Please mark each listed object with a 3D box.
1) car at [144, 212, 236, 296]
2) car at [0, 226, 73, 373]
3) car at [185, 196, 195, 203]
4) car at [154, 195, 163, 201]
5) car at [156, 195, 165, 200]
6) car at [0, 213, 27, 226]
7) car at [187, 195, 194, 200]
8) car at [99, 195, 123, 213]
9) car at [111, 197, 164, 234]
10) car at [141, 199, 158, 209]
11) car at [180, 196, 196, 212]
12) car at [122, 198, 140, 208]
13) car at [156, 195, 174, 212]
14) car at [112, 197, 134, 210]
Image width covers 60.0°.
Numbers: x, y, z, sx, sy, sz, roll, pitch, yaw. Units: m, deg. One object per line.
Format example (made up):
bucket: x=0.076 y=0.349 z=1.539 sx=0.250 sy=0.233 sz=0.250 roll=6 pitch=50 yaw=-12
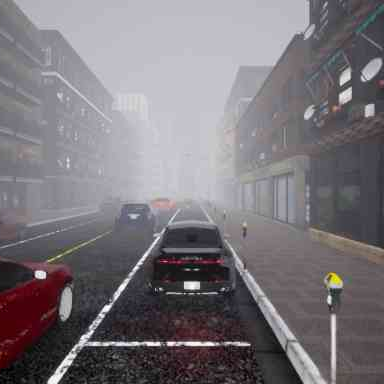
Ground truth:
car: x=0.001 y=1.504 z=8.649 sx=1.837 sy=1.490 sz=4.892 roll=0 pitch=0 yaw=0
car: x=-3.044 y=1.478 z=3.989 sx=1.882 sy=1.535 sz=5.008 roll=0 pitch=0 yaw=0
car: x=-0.453 y=1.545 z=70.970 sx=2.008 sy=1.369 sz=4.403 roll=0 pitch=0 yaw=0
car: x=-8.834 y=1.541 z=87.882 sx=2.008 sy=1.369 sz=4.403 roll=0 pitch=0 yaw=0
car: x=-8.834 y=1.539 z=93.519 sx=2.008 sy=1.369 sz=4.403 roll=0 pitch=0 yaw=0
car: x=-8.835 y=1.583 z=14.612 sx=1.802 sy=1.307 sz=4.206 roll=0 pitch=0 yaw=0
car: x=-0.452 y=1.513 z=93.685 sx=1.752 sy=1.417 sz=4.829 roll=0 pitch=0 yaw=0
car: x=-8.833 y=1.314 z=37.157 sx=2.192 sy=1.841 sz=5.009 roll=0 pitch=0 yaw=0
car: x=-3.045 y=1.352 z=19.536 sx=2.097 sy=1.767 sz=4.553 roll=0 pitch=0 yaw=0
car: x=-6.146 y=1.654 z=48.584 sx=1.895 sy=1.301 sz=4.718 roll=0 pitch=0 yaw=0
car: x=-0.454 y=1.525 z=37.323 sx=1.752 sy=1.417 sz=4.829 roll=0 pitch=0 yaw=0
car: x=-8.834 y=1.543 z=48.430 sx=1.887 sy=1.381 sz=4.507 roll=0 pitch=0 yaw=0
car: x=-3.145 y=1.351 z=37.184 sx=2.097 sy=1.767 sz=4.553 roll=0 pitch=0 yaw=0
car: x=-8.834 y=1.439 z=42.793 sx=1.967 sy=1.590 sz=4.097 roll=0 pitch=0 yaw=0
